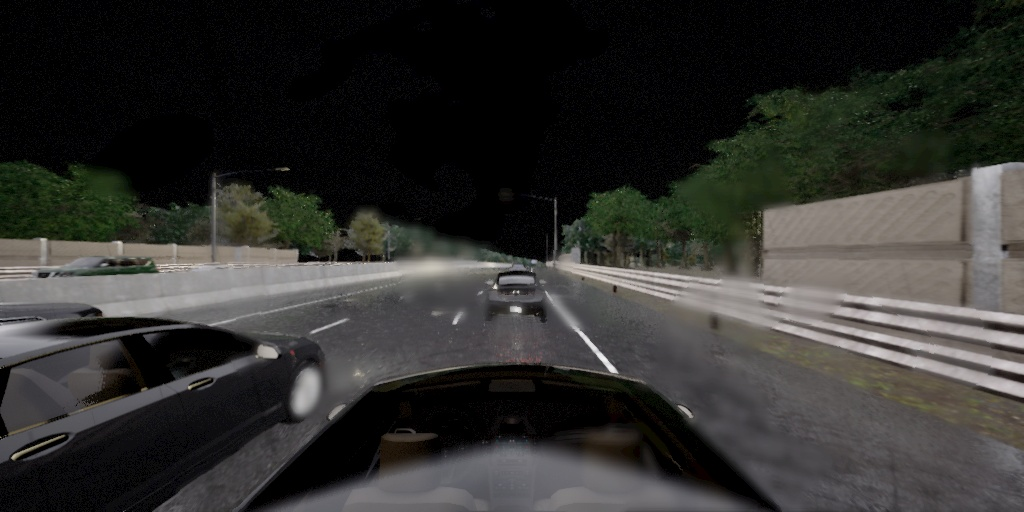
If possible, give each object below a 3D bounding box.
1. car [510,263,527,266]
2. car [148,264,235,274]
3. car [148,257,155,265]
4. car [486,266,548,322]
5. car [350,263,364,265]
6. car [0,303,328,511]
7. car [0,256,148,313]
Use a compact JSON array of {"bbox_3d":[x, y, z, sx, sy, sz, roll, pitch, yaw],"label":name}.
[{"bbox_3d":[0.675,1.431,36.818,1.994,1.385,4.181,0,0,2],"label":"car"},{"bbox_3d":[-17.425,1.304,20.469,1.812,1.442,4.674,0,0,1],"label":"car"},{"bbox_3d":[-24.412,1.007,21.363,2.150,2.045,5.566,0,0,1],"label":"car"},{"bbox_3d":[0.172,1.258,12.382,1.837,1.490,4.892,0,0,1],"label":"car"},{"bbox_3d":[-20.195,1.564,46.336,1.895,1.301,4.718,0,-1,2],"label":"car"},{"bbox_3d":[-3.386,1.253,2.864,1.837,1.490,4.892,0,0,0],"label":"car"},{"bbox_3d":[-6.890,0.969,2.903,2.150,2.045,5.566,0,0,0],"label":"car"}]
